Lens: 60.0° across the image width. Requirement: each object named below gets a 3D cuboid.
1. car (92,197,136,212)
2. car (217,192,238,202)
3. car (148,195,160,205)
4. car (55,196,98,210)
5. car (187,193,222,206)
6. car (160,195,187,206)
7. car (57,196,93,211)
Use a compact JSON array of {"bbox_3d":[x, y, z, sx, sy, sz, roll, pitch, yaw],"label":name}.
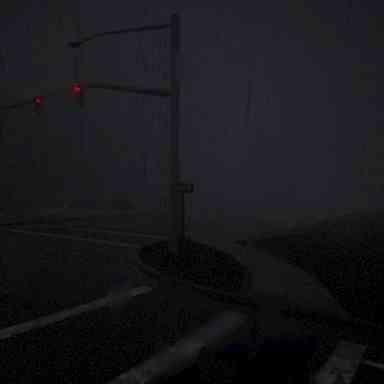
[{"bbox_3d":[-7.996,1.360,35.446,1.994,1.385,4.181,1,0,35],"label":"car"},{"bbox_3d":[7.120,1.098,62.918,1.812,1.442,4.674,1,0,35],"label":"car"},{"bbox_3d":[-4.781,1.233,52.192,2.128,1.511,4.902,1,0,35],"label":"car"},{"bbox_3d":[-13.660,1.269,39.548,1.812,1.442,4.674,1,0,35],"label":"car"},{"bbox_3d":[1.902,1.286,49.533,2.128,1.511,4.902,1,0,35],"label":"car"},{"bbox_3d":[-2.316,1.331,49.621,1.994,1.385,4.181,1,0,35],"label":"car"},{"bbox_3d":[-11.645,1.259,36.337,2.128,1.511,4.902,1,1,35],"label":"car"}]
